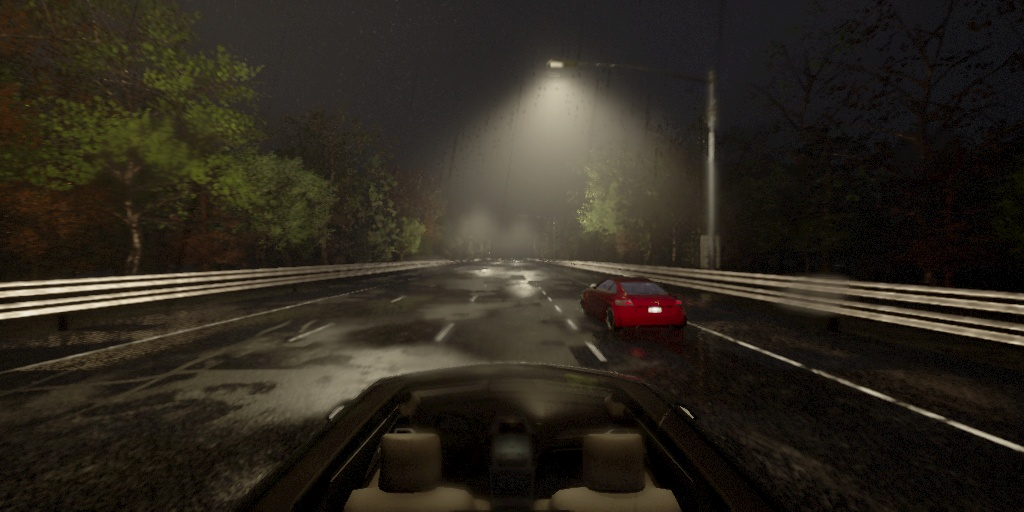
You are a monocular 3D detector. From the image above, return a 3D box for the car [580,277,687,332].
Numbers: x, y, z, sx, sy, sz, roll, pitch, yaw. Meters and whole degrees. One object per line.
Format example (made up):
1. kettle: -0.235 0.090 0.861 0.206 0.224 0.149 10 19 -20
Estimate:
1. car: 3.438 1.313 10.916 1.994 1.385 4.181 0 0 -3
